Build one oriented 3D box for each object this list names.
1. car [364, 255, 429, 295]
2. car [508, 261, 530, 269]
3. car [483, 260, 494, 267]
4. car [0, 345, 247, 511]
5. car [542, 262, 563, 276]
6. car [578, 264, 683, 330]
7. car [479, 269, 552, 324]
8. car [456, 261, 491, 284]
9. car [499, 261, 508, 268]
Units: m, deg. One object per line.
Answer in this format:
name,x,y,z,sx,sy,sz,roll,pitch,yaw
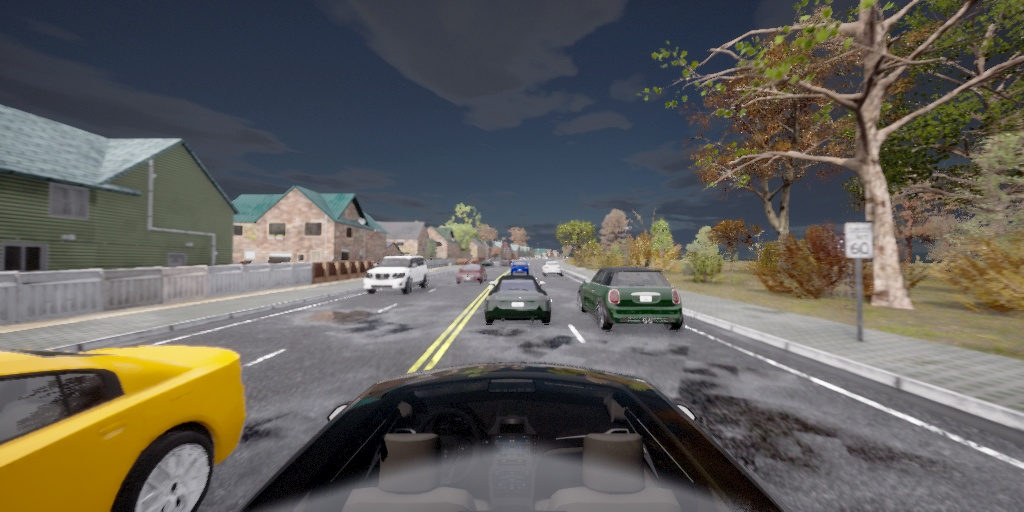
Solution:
car,-6.364,0.979,20.435,2.150,2.045,5.566,0,0,1
car,0.883,1.238,38.340,1.882,1.535,5.008,0,0,2
car,-4.377,1.371,63.483,1.895,1.301,4.718,0,0,4
car,-3.336,1.226,1.129,1.882,1.535,5.008,0,0,0
car,4.079,1.284,36.989,1.812,1.442,4.674,0,0,2
car,3.426,1.107,11.240,2.097,1.767,4.553,0,0,1
car,0.184,1.319,11.986,1.994,1.385,4.181,0,0,1
car,-2.921,1.285,26.769,1.812,1.442,4.674,0,0,2
car,-1.140,1.329,63.278,1.994,1.385,4.181,0,0,4
